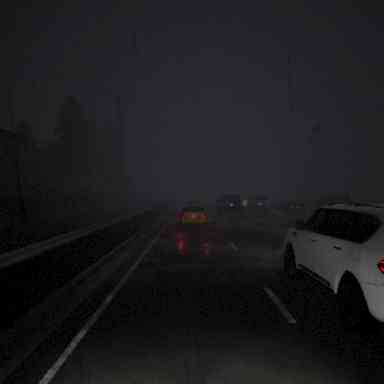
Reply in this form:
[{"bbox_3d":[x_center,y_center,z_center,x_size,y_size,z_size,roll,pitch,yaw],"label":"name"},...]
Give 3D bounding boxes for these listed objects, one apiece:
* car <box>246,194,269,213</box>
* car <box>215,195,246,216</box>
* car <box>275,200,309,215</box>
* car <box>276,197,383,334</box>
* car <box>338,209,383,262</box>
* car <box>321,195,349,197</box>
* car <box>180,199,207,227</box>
[{"bbox_3d":[7.094,1.270,37.160,2.150,2.045,5.566,0,0,0],"label":"car"},{"bbox_3d":[3.594,1.265,32.913,2.150,2.045,5.566,0,0,0],"label":"car"},{"bbox_3d":[10.592,1.594,35.705,2.033,1.411,5.357,0,0,0],"label":"car"},{"bbox_3d":[3.597,1.231,6.898,2.150,2.045,5.566,0,0,0],"label":"car"},{"bbox_3d":[7.099,1.493,11.523,1.882,1.535,5.008,0,0,0],"label":"car"},{"bbox_3d":[14.095,1.265,33.556,2.150,2.045,5.566,0,0,0],"label":"car"},{"bbox_3d":[0.095,1.486,23.068,1.801,1.575,5.366,0,0,0],"label":"car"}]
